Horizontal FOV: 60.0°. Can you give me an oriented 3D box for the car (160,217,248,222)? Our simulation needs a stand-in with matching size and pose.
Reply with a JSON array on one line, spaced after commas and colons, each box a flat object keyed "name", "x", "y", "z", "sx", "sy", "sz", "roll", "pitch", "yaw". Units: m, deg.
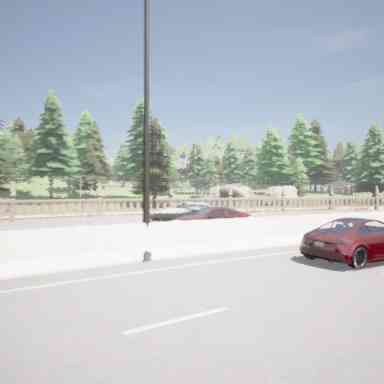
[{"name": "car", "x": 0.956, "y": 1.469, "z": 16.640, "sx": 4.674, "sy": 1.442, "sz": 1.812, "roll": 0, "pitch": 0, "yaw": -29}]

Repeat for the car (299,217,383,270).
[{"name": "car", "x": 5.585, "y": 1.537, "z": 10.969, "sx": 4.181, "sy": 1.385, "sz": 1.994, "roll": 0, "pitch": 0, "yaw": -29}]
